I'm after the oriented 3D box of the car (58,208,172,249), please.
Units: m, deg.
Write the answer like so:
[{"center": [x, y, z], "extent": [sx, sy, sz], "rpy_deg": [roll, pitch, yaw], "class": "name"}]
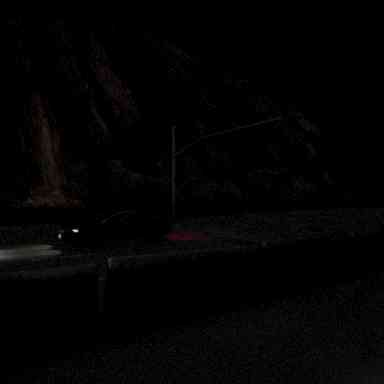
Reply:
[{"center": [-3.222, 1.492, 14.589], "extent": [4.902, 1.511, 2.128], "rpy_deg": [0, 0, -36], "class": "car"}]
